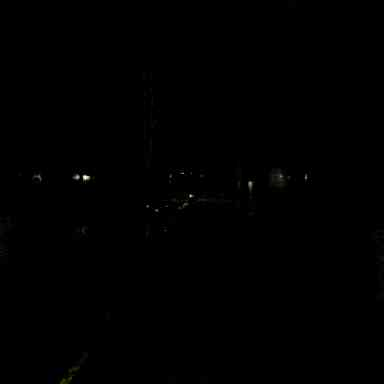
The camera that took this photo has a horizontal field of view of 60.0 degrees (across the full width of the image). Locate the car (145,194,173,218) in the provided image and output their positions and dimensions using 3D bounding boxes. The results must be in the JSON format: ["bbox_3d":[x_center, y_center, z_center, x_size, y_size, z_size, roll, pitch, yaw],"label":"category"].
[{"bbox_3d":[-2.999,1.224,31.007,2.150,2.045,5.566,0,0,0],"label":"car"}]

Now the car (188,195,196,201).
[{"bbox_3d":[0.006,1.485,87.326,2.128,1.511,4.902,0,0,0],"label":"car"}]

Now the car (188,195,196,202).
[{"bbox_3d":[0.006,1.661,77.320,1.994,1.385,4.181,0,0,0],"label":"car"}]
